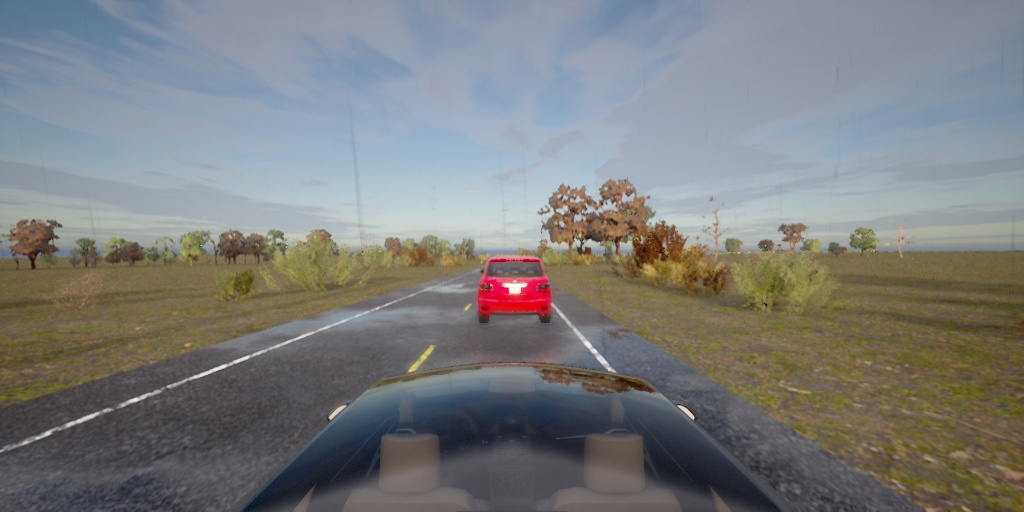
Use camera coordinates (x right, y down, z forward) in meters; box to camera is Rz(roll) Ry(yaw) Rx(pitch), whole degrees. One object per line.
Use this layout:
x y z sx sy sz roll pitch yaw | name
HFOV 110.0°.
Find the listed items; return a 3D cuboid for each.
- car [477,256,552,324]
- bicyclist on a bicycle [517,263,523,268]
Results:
0.071 1.017 12.285 2.150 2.045 5.566 0 0 0 | car
0.880 1.273 38.114 0.659 1.776 1.843 0 0 0 | bicyclist on a bicycle
